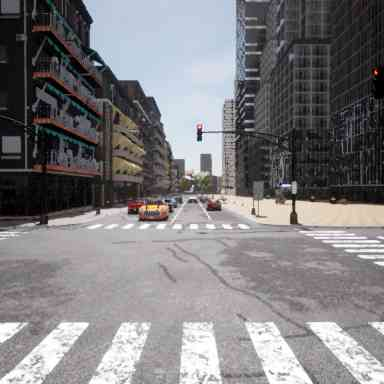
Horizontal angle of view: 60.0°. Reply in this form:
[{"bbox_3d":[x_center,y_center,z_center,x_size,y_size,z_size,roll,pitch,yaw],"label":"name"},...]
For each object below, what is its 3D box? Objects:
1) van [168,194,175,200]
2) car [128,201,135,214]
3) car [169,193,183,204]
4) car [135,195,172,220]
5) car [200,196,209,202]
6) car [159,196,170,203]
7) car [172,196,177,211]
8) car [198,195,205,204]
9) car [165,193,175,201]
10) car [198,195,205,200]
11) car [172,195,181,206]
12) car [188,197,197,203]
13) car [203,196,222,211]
[{"bbox_3d":[-5.643,1.350,91.896,1.690,1.788,3.998,-1,0,0],"label":"van"},{"bbox_3d":[-5.677,1.540,35.407,1.887,1.381,4.507,-1,0,0],"label":"car"},{"bbox_3d":[-2.958,1.207,63.752,2.150,2.045,5.566,0,0,0],"label":"car"},{"bbox_3d":[-3.080,1.348,27.662,2.097,1.767,4.553,0,0,0],"label":"car"},{"bbox_3d":[2.696,1.548,75.002,1.887,1.381,4.507,-1,0,0],"label":"car"},{"bbox_3d":[-5.655,1.583,69.301,1.802,1.307,4.206,-1,0,0],"label":"car"},{"bbox_3d":[-3.072,1.500,37.659,1.837,1.490,4.892,0,0,0],"label":"car"},{"bbox_3d":[2.689,1.551,63.704,2.008,1.369,4.403,-1,0,0],"label":"car"},{"bbox_3d":[-5.648,1.322,86.248,2.192,1.841,5.009,-1,0,0],"label":"car"},{"bbox_3d":[2.706,1.535,92.119,1.752,1.417,4.829,-1,0,0],"label":"car"},{"bbox_3d":[-3.060,1.544,47.987,2.033,1.411,5.357,0,0,0],"label":"car"},{"bbox_3d":[0.153,1.602,68.124,1.895,1.301,4.718,0,0,0],"label":"car"},{"bbox_3d":[2.673,1.540,41.108,1.887,1.381,4.507,-1,0,0],"label":"car"}]
